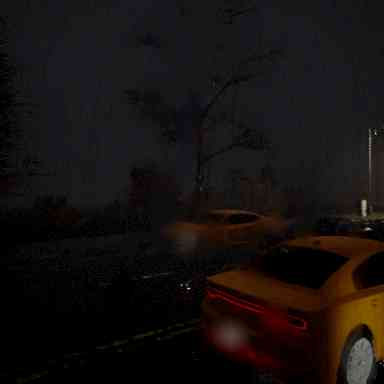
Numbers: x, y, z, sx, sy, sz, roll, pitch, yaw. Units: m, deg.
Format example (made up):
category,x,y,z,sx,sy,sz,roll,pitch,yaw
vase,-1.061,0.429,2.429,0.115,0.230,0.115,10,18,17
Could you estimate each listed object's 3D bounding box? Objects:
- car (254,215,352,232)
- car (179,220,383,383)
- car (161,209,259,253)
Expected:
category,x,y,z,sx,sy,sz,roll,pitch,yaw
car,4.300,1.504,10.819,4.181,1.385,1.994,0,0,-36
car,2.446,1.447,5.214,5.008,1.535,1.882,-1,0,-36
car,1.193,1.428,12.577,5.008,1.535,1.882,0,0,-36
